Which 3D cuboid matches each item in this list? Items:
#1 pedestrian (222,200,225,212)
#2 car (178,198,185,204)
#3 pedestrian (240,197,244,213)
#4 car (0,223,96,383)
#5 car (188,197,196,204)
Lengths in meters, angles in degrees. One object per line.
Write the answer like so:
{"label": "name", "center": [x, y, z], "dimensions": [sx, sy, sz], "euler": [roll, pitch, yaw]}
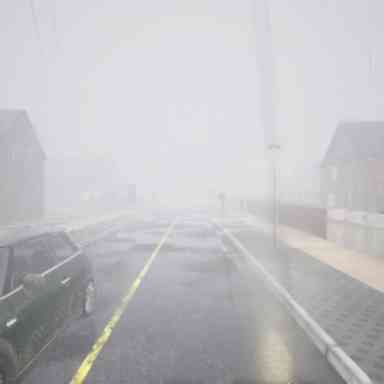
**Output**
{"label": "pedestrian", "center": [3.503, 1.352, 37.324], "dimensions": [0.375, 1.860, 0.375], "euler": [-1, 0, 0]}
{"label": "car", "center": [-2.766, 2.314, 86.505], "dimensions": [2.128, 1.511, 4.902], "euler": [0, -1, 0]}
{"label": "pedestrian", "center": [5.504, 1.357, 36.724], "dimensions": [0.375, 1.860, 0.375], "euler": [-1, 0, 0]}
{"label": "car", "center": [-2.852, 1.365, 4.359], "dimensions": [2.097, 1.767, 4.553], "euler": [0, 0, 0]}
{"label": "car", "center": [-0.015, 2.262, 85.442], "dimensions": [1.994, 1.385, 4.181], "euler": [0, -1, 0]}
